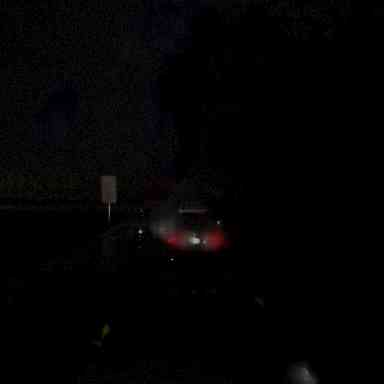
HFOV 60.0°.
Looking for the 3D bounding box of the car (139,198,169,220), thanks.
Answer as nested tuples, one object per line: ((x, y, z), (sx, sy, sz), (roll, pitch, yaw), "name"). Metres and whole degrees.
((-2.753, 1.208, 25.021), (1.882, 1.535, 5.008), (0, 0, 0), "car")

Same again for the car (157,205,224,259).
((0.097, 1.431, 12.111), (2.033, 1.411, 5.357), (0, 1, 0), "car")

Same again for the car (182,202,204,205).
((0.053, 1.354, 23.221), (1.895, 1.301, 4.718), (0, 1, -2), "car")
